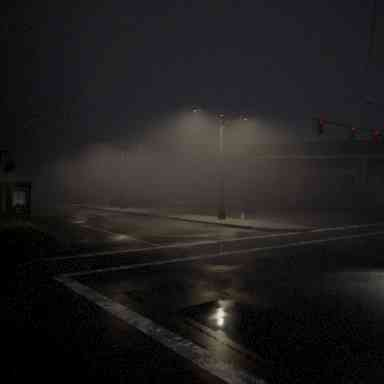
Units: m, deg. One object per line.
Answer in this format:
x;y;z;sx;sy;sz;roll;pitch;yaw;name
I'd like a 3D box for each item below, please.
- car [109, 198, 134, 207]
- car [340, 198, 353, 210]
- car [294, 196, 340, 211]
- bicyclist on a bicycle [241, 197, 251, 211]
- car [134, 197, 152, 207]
-11.077;1.562;50.732;1.994;1.385;4.181;0;0;-35;car
18.173;1.453;42.041;1.970;1.475;3.806;0;0;-35;car
13.908;1.293;38.118;2.242;1.667;4.611;0;0;-35;car
6.331;1.428;39.759;1.656;1.620;0.582;-6;-7;-37;bicyclist on a bicycle
-8.212;1.546;52.742;2.033;1.411;5.357;0;0;-35;car
